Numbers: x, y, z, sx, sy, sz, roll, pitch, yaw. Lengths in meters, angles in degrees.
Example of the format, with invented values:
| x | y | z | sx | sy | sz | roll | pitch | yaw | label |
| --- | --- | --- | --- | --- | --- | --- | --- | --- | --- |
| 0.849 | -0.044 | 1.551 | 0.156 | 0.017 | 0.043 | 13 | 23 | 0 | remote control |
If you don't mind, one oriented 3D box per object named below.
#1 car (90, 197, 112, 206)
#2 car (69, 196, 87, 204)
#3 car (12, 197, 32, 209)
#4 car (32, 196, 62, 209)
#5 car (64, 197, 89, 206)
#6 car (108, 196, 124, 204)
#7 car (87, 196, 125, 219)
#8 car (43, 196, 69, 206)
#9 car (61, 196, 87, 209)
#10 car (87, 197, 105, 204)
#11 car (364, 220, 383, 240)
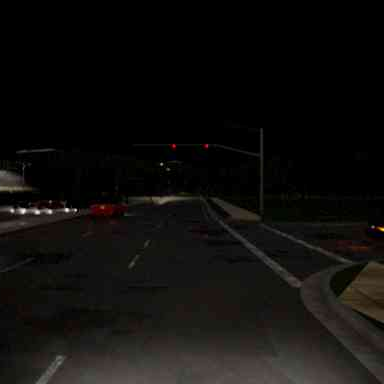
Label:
| x | y | z | sx | sy | sz | roll | pitch | yaw | label |
| --- | --- | --- | --- | --- | --- | --- | --- | --- | --- |
| -15.062 | 1.521 | 55.211 | 2.033 | 1.411 | 5.357 | 0 | 0 | 1 | car |
| -21.888 | 1.534 | 63.947 | 1.994 | 1.385 | 4.181 | 0 | 0 | 1 | car |
| -22.304 | 1.483 | 45.066 | 1.837 | 1.490 | 4.892 | 0 | 0 | 2 | car |
| -18.827 | 1.331 | 44.454 | 2.097 | 1.767 | 4.553 | 0 | 0 | 2 | car |
| -18.590 | 1.522 | 53.863 | 2.033 | 1.411 | 5.357 | 0 | 0 | 1 | car |
| -14.858 | 1.474 | 65.387 | 1.837 | 1.490 | 4.892 | 0 | 0 | 1 | car |
| -7.333 | 1.338 | 29.380 | 2.097 | 1.767 | 4.553 | 0 | 0 | 0 | car |
| -22.084 | 1.466 | 54.190 | 2.128 | 1.511 | 4.902 | 0 | 0 | 1 | car |
| -15.309 | 1.526 | 45.153 | 2.033 | 1.411 | 5.357 | 0 | 0 | 2 | car |
| -18.390 | 1.571 | 63.818 | 1.895 | 1.301 | 4.718 | 0 | 0 | 1 | car |
| 10.178 | 1.541 | 13.706 | 5.357 | 1.411 | 2.033 | 0 | 0 | 11 | car |
